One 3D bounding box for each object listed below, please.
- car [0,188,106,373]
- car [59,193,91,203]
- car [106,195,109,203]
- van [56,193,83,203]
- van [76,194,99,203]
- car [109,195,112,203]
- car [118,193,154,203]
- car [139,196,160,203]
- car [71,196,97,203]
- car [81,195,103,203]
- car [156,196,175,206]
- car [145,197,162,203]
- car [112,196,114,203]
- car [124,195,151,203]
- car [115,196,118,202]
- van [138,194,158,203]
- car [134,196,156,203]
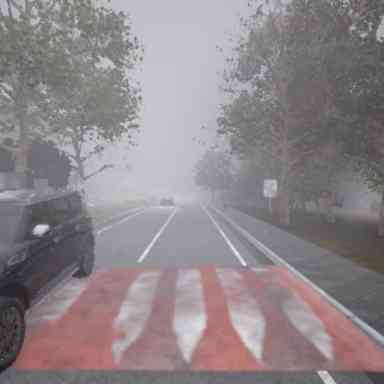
[{"bbox_3d":[-3.391,1.024,5.903,2.150,2.045,5.566,-1,3,0],"label":"car"},{"bbox_3d":[-23.696,1.228,67.602,5.566,2.045,2.435,0,-1,0],"label":"car"},{"bbox_3d":[-23.709,1.852,81.313,5.008,1.535,2.097,0,-2,0],"label":"car"},{"bbox_3d":[-23.776,1.191,64.710,4.442,1.987,1.878,0,-1,0],"label":"van"},{"bbox_3d":[-23.813,1.476,75.906,4.442,1.987,1.878,0,-2,0],"label":"van"},{"bbox_3d":[-23.718,1.932,84.208,5.008,1.535,2.097,0,-2,0],"label":"car"},{"bbox_3d":[-10.384,1.349,61.878,5.366,1.575,1.946,0,-1,0],"label":"car"},{"bbox_3d":[-10.648,1.918,84.064,5.008,1.535,2.097,0,-2,0],"label":"car"},{"bbox_3d":[-23.680,1.626,73.130,4.892,1.521,2.231,0,-2,0],"label":"car"},{"bbox_3d":[-23.674,1.653,78.672,4.553,1.767,2.185,0,-2,0],"label":"car"},{"bbox_3d":[-3.509,1.330,47.235,1.895,1.301,4.718,0,0,0],"label":"car"},{"bbox_3d":[-10.673,2.189,92.389,4.674,1.452,2.002,0,-2,0],"label":"car"},{"bbox_3d":[-23.726,2.010,86.977,4.892,1.521,2.231,0,-2,0],"label":"car"},{"bbox_3d":[-10.584,1.406,64.646,4.892,1.521,2.231,0,-1,0],"label":"car"},{"bbox_3d":[-23.566,2.159,92.517,5.366,1.575,1.946,0,-2,0],"label":"car"},{"bbox_3d":[-10.751,1.615,81.295,4.442,1.987,1.878,0,-2,0],"label":"van"},{"bbox_3d":[-10.645,1.717,75.739,4.792,1.488,2.163,0,-2,0],"label":"car"}]
